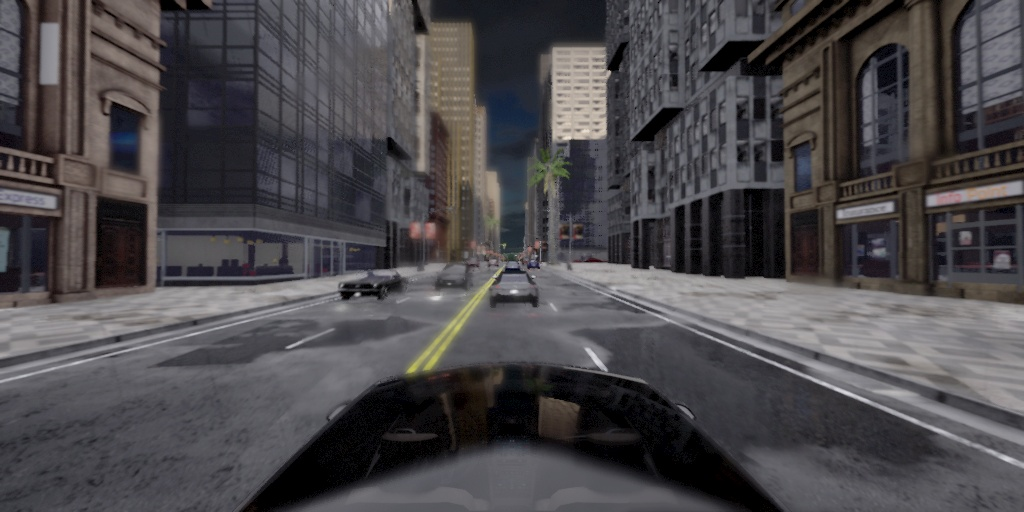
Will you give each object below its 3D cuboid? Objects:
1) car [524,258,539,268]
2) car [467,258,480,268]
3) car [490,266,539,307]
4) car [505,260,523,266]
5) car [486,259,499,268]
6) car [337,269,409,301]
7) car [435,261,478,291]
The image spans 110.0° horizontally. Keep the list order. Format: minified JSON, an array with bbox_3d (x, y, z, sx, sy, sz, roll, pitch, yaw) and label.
[{"bbox_3d":[3.327,1.287,57.050,1.812,1.442,4.674,0,0,0],"label":"car"},{"bbox_3d":[-6.559,1.122,60.654,2.097,1.767,4.553,0,0,1],"label":"car"},{"bbox_3d":[0.093,1.310,15.542,1.994,1.385,4.181,0,0,0],"label":"car"},{"bbox_3d":[0.080,1.306,46.001,1.994,1.385,4.181,0,0,0],"label":"car"},{"bbox_3d":[-3.307,1.302,62.633,1.812,1.442,4.674,0,0,1],"label":"car"},{"bbox_3d":[-6.606,1.345,17.563,1.895,1.301,4.718,0,0,0],"label":"car"},{"bbox_3d":[-3.355,1.245,21.620,1.837,1.490,4.892,0,0,0],"label":"car"}]
